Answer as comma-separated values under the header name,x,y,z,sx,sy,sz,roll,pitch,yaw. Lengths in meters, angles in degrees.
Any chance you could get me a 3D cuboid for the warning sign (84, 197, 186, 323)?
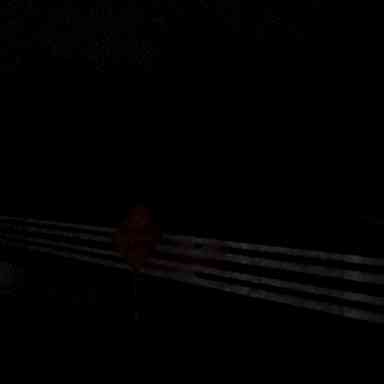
name,x,y,z,sx,sy,sz,roll,pitch,yaw
warning sign,-0.975,1.059,5.878,1.060,1.860,1.300,3,0,35
